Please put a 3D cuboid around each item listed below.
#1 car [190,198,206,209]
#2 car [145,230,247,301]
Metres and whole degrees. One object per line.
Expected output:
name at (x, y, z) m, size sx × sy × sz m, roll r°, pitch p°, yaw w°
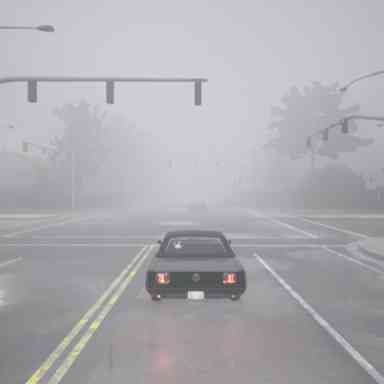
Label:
car at (0.829, 1.490, 44.716) m, size 1.812 × 1.442 × 4.674 m, roll 0°, pitch 0°, yaw 1°
car at (0.065, 1.594, 8.279) m, size 1.895 × 1.301 × 4.718 m, roll 0°, pitch 0°, yaw 0°
